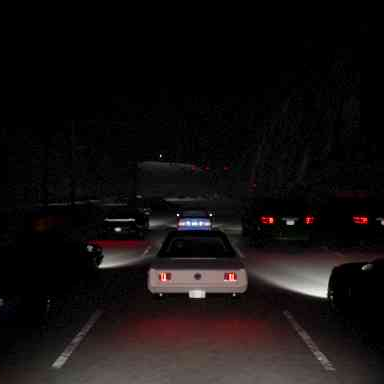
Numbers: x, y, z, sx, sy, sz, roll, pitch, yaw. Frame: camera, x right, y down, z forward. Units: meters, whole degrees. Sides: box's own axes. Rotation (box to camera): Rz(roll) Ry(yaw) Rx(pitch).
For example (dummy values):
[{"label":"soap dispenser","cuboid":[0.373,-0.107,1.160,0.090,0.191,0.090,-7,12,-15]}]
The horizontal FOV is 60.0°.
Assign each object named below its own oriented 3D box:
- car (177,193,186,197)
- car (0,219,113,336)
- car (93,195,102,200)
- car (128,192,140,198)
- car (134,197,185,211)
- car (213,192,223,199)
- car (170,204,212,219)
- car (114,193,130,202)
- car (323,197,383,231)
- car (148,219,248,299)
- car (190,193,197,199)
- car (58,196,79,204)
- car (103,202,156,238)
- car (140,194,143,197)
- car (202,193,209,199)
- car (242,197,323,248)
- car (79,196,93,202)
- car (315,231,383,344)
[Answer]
[{"label":"car","cuboid":[-3.110,1.170,93.230,1.882,1.535,5.008,0,1,1]},{"label":"car","cuboid":[-3.391,1.547,6.953,2.033,1.411,5.357,0,0,0]},{"label":"car","cuboid":[-24.194,1.370,84.438,1.994,1.385,4.181,0,1,1]},{"label":"car","cuboid":[-13.787,1.137,74.707,2.150,2.045,5.566,0,0,1]},{"label":"car","cuboid":[-3.534,1.549,36.183,5.357,1.411,2.033,0,0,-14]},{"label":"car","cuboid":[7.390,0.917,93.163,2.150,2.045,5.566,0,1,1]},{"label":"car","cuboid":[0.128,1.547,18.219,2.033,1.411,5.357,0,0,0]},{"label":"car","cuboid":[-13.880,1.463,64.614,1.837,1.490,4.892,0,0,0]},{"label":"car","cuboid":[7.115,1.221,14.902,2.150,2.045,5.566,0,0,0]},{"label":"car","cuboid":[0.111,1.601,8.384,1.895,1.301,4.718,0,0,0]},{"label":"car","cuboid":[0.394,1.242,93.579,1.994,1.385,4.181,0,1,1]},{"label":"car","cuboid":[-24.379,1.436,64.684,1.882,1.535,5.008,0,0,0]},{"label":"car","cuboid":[-3.372,1.491,17.529,2.128,1.511,4.902,0,0,0]},{"label":"car","cuboid":[-13.690,1.335,84.887,1.812,1.442,4.674,0,1,1]},{"label":"car","cuboid":[3.890,1.217,93.169,2.128,1.511,4.902,0,1,1]},{"label":"car","cuboid":[3.616,1.221,14.869,2.150,2.045,5.566,0,0,0]},{"label":"car","cuboid":[-24.291,1.511,74.366,1.895,1.301,4.718,0,0,1]},{"label":"car","cuboid":[3.605,1.564,4.815,1.994,1.385,4.181,0,0,0]}]
